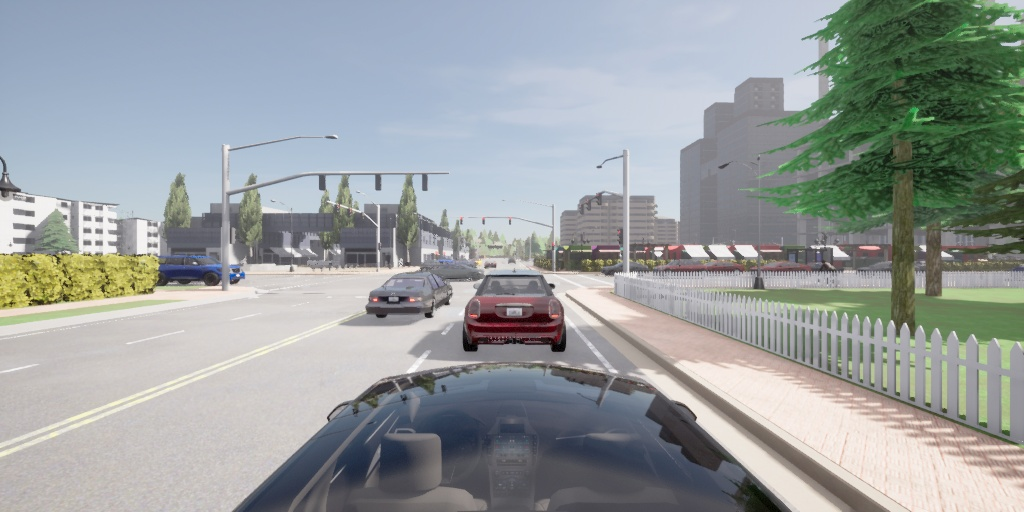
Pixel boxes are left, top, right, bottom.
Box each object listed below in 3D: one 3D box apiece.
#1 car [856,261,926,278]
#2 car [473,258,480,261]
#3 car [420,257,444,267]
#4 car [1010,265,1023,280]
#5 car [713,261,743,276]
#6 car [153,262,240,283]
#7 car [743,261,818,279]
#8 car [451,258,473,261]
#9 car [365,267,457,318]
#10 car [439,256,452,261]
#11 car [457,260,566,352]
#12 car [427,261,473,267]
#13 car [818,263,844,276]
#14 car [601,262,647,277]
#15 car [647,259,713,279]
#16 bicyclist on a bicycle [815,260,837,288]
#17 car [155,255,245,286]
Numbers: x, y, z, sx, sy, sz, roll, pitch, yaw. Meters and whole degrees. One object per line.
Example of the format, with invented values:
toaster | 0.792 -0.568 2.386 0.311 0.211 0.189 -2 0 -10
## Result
car | 34.349 1.255 32.806 4.892 1.490 1.837 0 0 -1
car | -7.093 1.297 60.328 2.033 1.411 5.357 0 0 0
car | -10.609 1.255 46.508 1.837 1.490 4.892 0 0 0
car | 43.809 1.276 29.365 4.674 1.442 1.812 0 0 -2
car | 20.550 1.228 35.971 5.008 1.535 1.882 0 0 -1
car | -24.285 1.228 27.763 5.008 1.535 1.882 0 0 -2
car | 24.287 1.228 32.561 5.008 1.535 1.882 0 0 -1
car | -7.108 1.314 51.085 1.994 1.385 4.181 0 0 0
car | -3.420 1.297 12.913 2.033 1.411 5.357 0 0 0
car | -10.602 0.972 56.369 2.150 2.045 5.566 0 0 0
car | 0.063 1.102 9.079 2.097 1.767 4.553 0 0 0
car | -4.162 1.314 28.288 4.181 1.385 1.994 0 0 0
car | 30.449 1.351 36.217 4.718 1.301 1.895 0 0 -1
car | 11.225 1.276 35.716 4.674 1.442 1.812 0 0 -1
car | 15.074 1.102 32.329 4.553 1.767 2.097 0 0 -1
bicyclist on a bicycle | 18.788 1.052 21.438 0.582 1.620 1.656 0 0 -1
car | -21.462 0.971 24.363 5.566 2.045 2.150 0 0 -2
